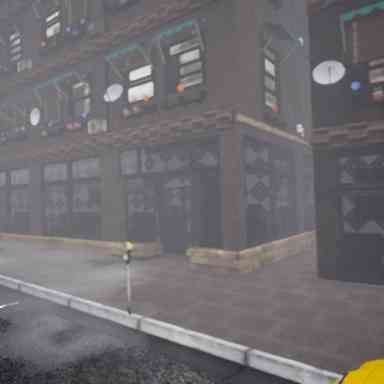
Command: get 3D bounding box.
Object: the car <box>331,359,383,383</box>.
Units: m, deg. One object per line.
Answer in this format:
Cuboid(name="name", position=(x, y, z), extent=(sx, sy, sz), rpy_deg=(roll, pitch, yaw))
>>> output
Cuboid(name="car", position=(3.099, 1.447, 1.009), extent=(5.366, 1.575, 1.801), rpy_deg=(-1, -1, 36))
